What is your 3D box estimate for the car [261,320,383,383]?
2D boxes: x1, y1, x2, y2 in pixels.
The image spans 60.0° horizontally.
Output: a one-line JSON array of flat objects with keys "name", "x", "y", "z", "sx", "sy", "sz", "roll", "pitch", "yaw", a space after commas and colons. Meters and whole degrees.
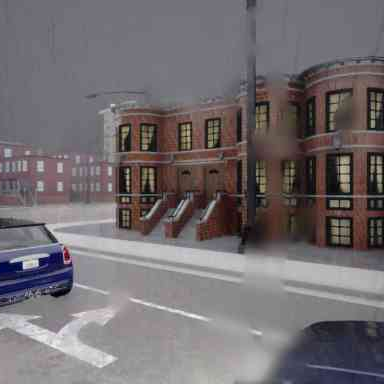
[{"name": "car", "x": 3.056, "y": 1.547, "z": 1.809, "sx": 5.357, "sy": 1.411, "sz": 2.033, "roll": 0, "pitch": 0, "yaw": 36}]

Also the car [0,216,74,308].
[{"name": "car", "x": -4.716, "y": 1.352, "z": 7.355, "sx": 4.553, "sy": 1.767, "sz": 2.097, "roll": 0, "pitch": 0, "yaw": 35}]
